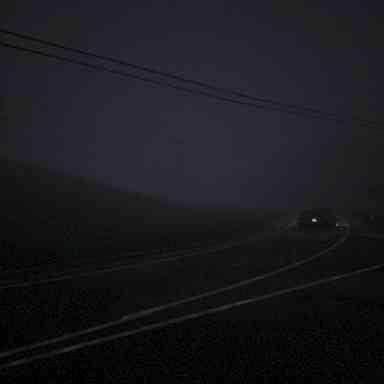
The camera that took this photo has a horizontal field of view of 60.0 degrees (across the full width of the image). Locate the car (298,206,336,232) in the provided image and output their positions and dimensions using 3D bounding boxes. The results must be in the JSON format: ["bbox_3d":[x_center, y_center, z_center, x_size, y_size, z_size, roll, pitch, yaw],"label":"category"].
[{"bbox_3d":[7.761,1.560,20.524,1.994,1.385,4.181,0,0,26],"label":"car"}]
